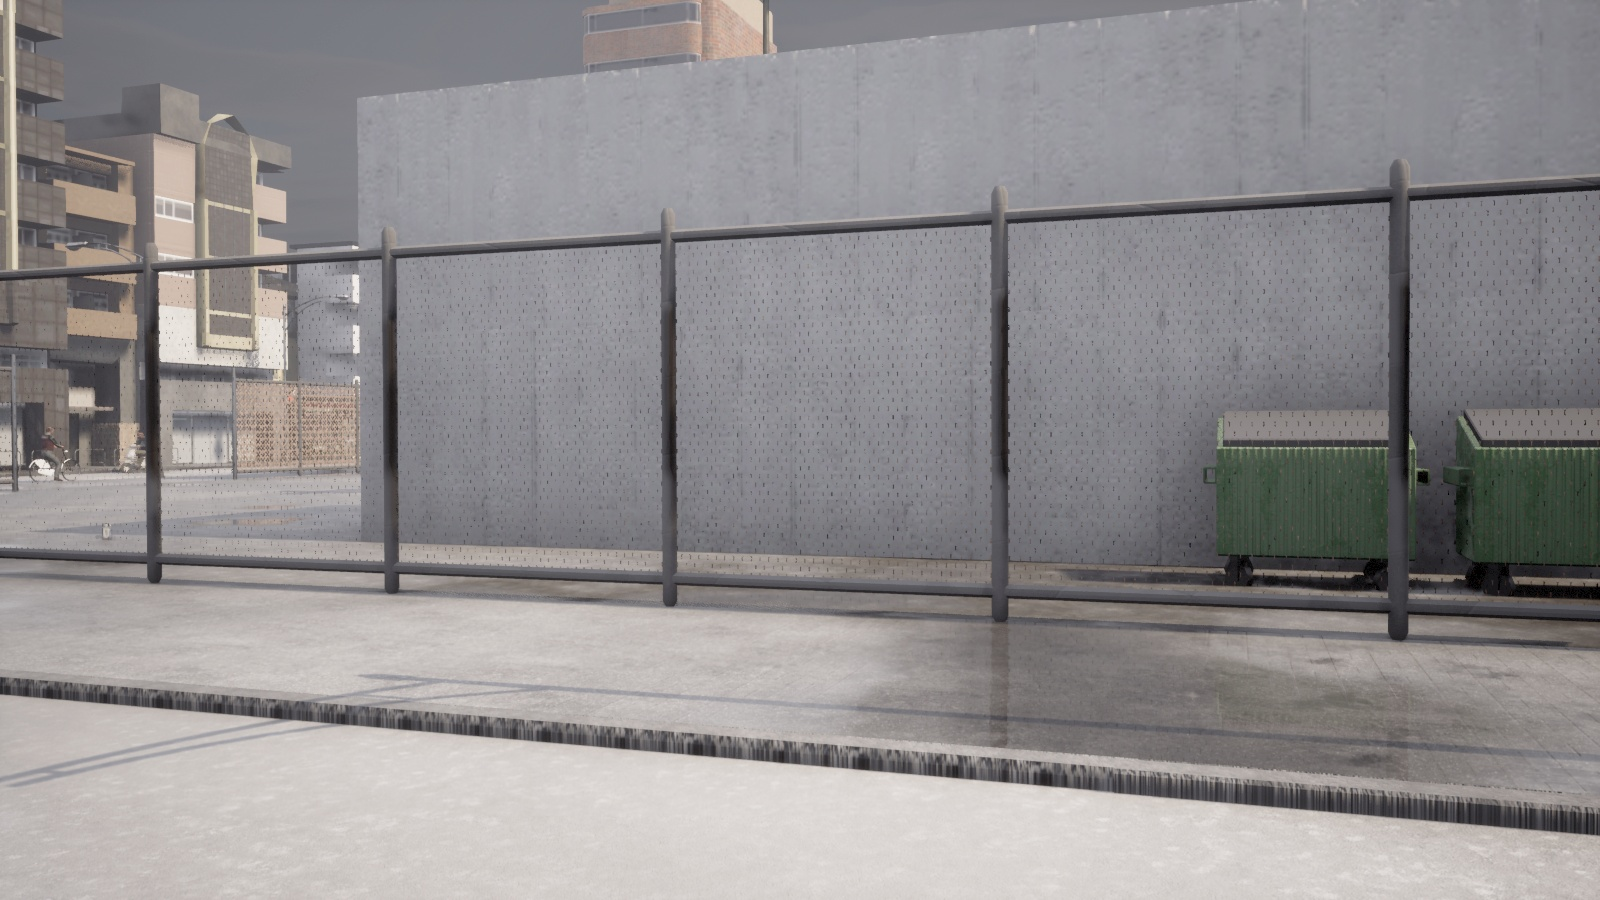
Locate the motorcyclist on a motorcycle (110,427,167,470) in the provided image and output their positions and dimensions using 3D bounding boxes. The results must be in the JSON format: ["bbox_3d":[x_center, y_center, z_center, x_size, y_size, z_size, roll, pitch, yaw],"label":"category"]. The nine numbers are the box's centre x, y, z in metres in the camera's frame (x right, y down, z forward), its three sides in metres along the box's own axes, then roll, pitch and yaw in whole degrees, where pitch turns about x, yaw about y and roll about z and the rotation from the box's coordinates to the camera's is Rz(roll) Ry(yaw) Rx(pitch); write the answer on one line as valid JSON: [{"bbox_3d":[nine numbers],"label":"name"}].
[{"bbox_3d":[-25.166,-0.080,47.830,0.866,1.590,1.817,1,1,19],"label":"motorcyclist on a motorcycle"}]

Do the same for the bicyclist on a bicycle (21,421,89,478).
[{"bbox_3d":[-23.671,-0.031,39.939,0.659,1.776,1.843,1,1,19],"label":"bicyclist on a bicycle"}]
